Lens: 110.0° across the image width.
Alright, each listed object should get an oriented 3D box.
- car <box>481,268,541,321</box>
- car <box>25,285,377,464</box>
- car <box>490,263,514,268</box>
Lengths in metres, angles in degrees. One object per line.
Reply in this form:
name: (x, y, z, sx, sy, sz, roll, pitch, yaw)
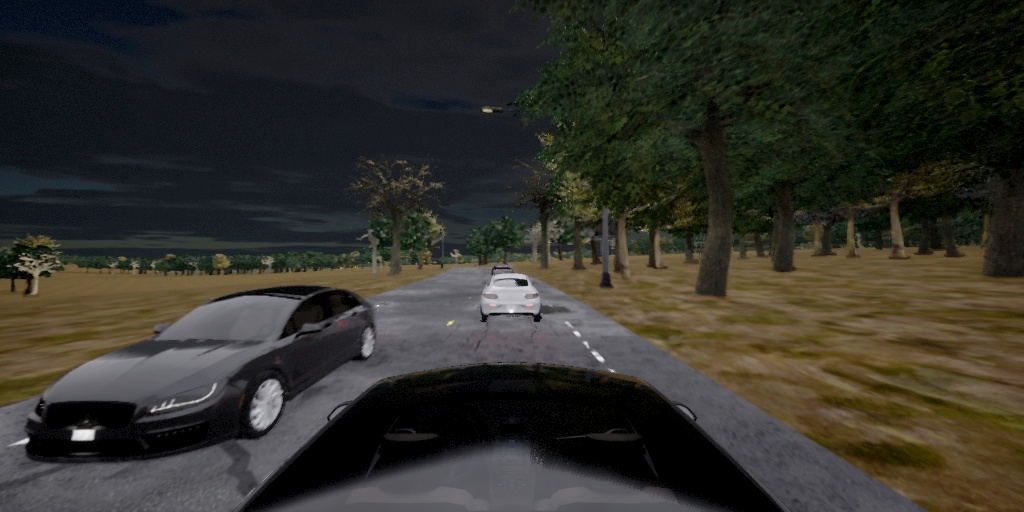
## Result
car: (-0.076, 1.294, 12.355, 1.812, 1.442, 4.674, 0, 0, -1)
car: (-3.641, 1.261, 5.455, 1.837, 1.490, 4.892, 0, 0, -1)
car: (-0.854, 1.333, 30.917, 2.128, 1.511, 4.902, 0, 0, -3)
